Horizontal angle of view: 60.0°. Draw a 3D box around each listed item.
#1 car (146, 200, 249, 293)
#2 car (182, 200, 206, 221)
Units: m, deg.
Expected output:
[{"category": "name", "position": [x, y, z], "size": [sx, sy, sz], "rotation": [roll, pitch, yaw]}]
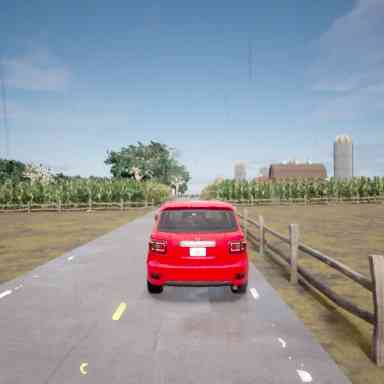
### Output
[{"category": "car", "position": [0.117, 1.220, 8.959], "size": [2.150, 2.045, 5.566], "rotation": [0, 0, 0]}, {"category": "car", "position": [0.161, 1.483, 28.126], "size": [1.837, 1.490, 4.892], "rotation": [0, 0, 0]}]
